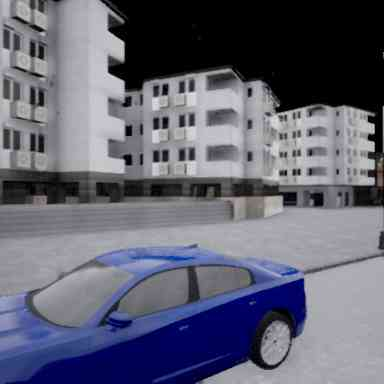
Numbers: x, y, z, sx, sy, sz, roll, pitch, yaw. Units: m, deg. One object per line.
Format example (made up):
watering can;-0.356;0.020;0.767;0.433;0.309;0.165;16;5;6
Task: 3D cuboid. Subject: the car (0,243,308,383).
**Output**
car;-0.644;1.479;4.146;5.008;1.535;1.882;0;0;-36
